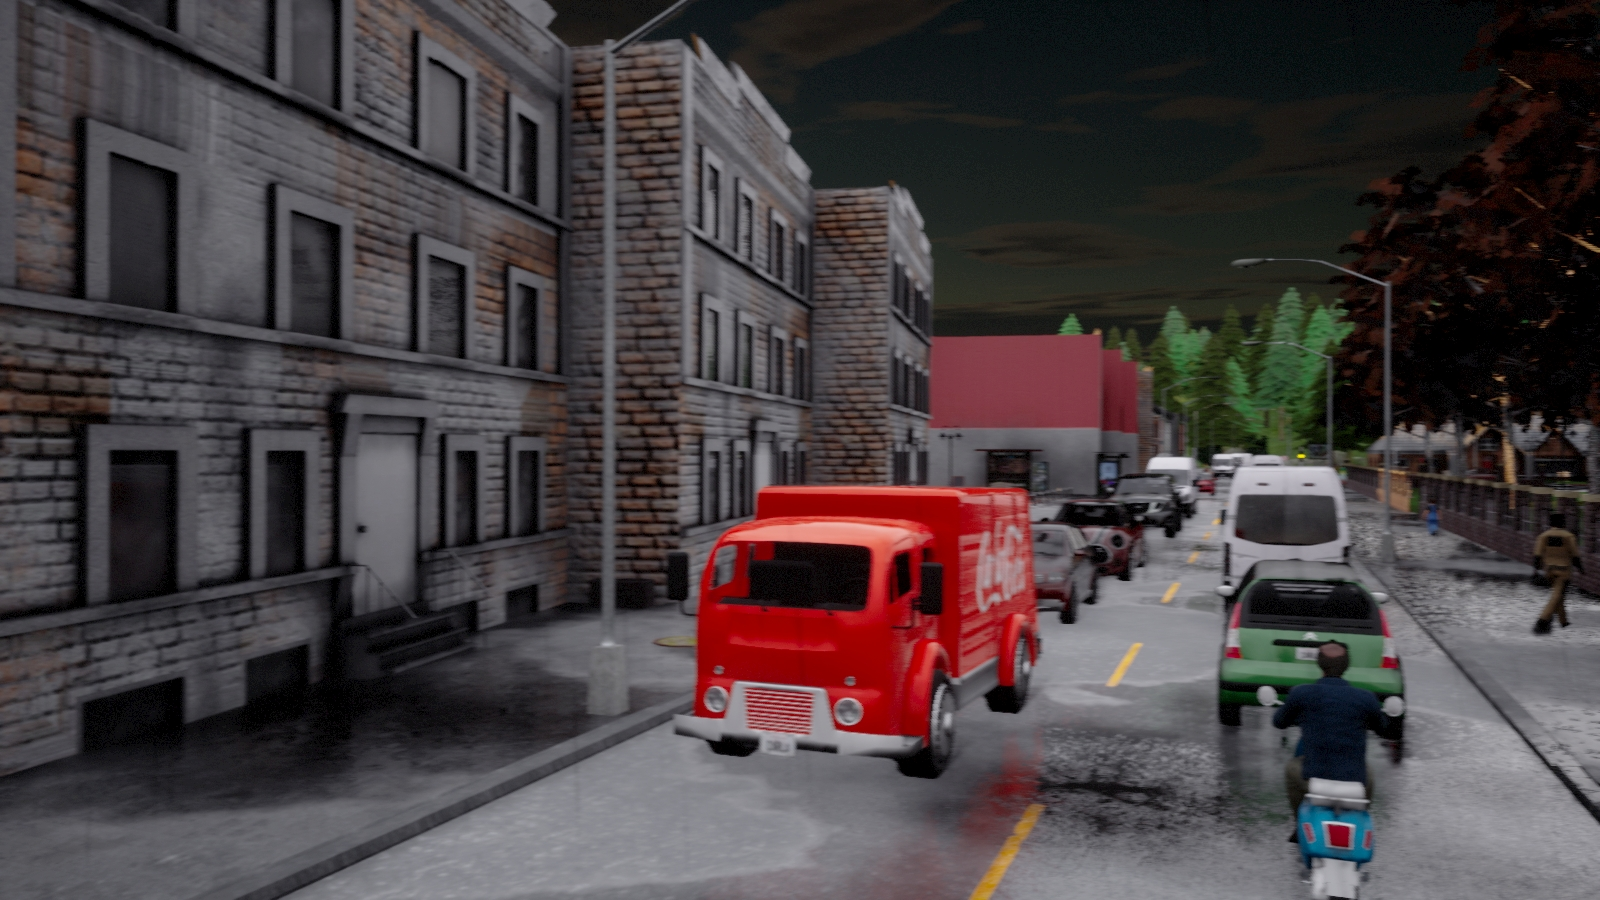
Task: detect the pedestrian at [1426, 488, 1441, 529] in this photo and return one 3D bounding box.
[{"bbox_3d":[20.391,1.885,36.770,0.375,1.300,0.375,0,0,21],"label":"pedestrian"}]

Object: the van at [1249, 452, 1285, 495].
[{"bbox_3d":[29.468,1.438,72.119,1.988,2.561,5.915,0,0,22],"label":"van"}]

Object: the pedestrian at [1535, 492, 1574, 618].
[{"bbox_3d":[11.416,1.568,17.282,0.375,1.860,0.375,0,0,-33],"label":"pedestrian"}]

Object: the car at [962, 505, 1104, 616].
[{"bbox_3d":[4.163,1.828,19.966,1.789,1.549,3.705,0,0,22],"label":"car"}]

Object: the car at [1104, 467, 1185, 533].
[{"bbox_3d":[11.838,1.616,38.987,2.150,2.045,5.566,0,0,22],"label":"car"}]

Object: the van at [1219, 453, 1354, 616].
[{"bbox_3d":[8.950,1.352,21.208,1.988,2.561,5.915,0,0,22],"label":"van"}]

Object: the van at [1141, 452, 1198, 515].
[{"bbox_3d":[16.224,1.387,49.978,1.988,2.561,5.915,0,0,22],"label":"van"}]

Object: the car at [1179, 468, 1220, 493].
[{"bbox_3d":[25.726,1.956,73.528,2.231,1.480,4.892,0,0,22],"label":"car"}]

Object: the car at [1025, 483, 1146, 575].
[{"bbox_3d":[6.666,1.718,26.280,2.097,1.767,4.553,0,0,22],"label":"car"}]

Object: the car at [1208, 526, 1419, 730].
[{"bbox_3d":[5.640,1.803,12.836,1.851,1.617,3.988,0,0,22],"label":"car"}]

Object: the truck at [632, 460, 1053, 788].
[{"bbox_3d":[0.792,1.372,11.574,2.627,2.467,5.204,0,-1,22],"label":"truck"}]
